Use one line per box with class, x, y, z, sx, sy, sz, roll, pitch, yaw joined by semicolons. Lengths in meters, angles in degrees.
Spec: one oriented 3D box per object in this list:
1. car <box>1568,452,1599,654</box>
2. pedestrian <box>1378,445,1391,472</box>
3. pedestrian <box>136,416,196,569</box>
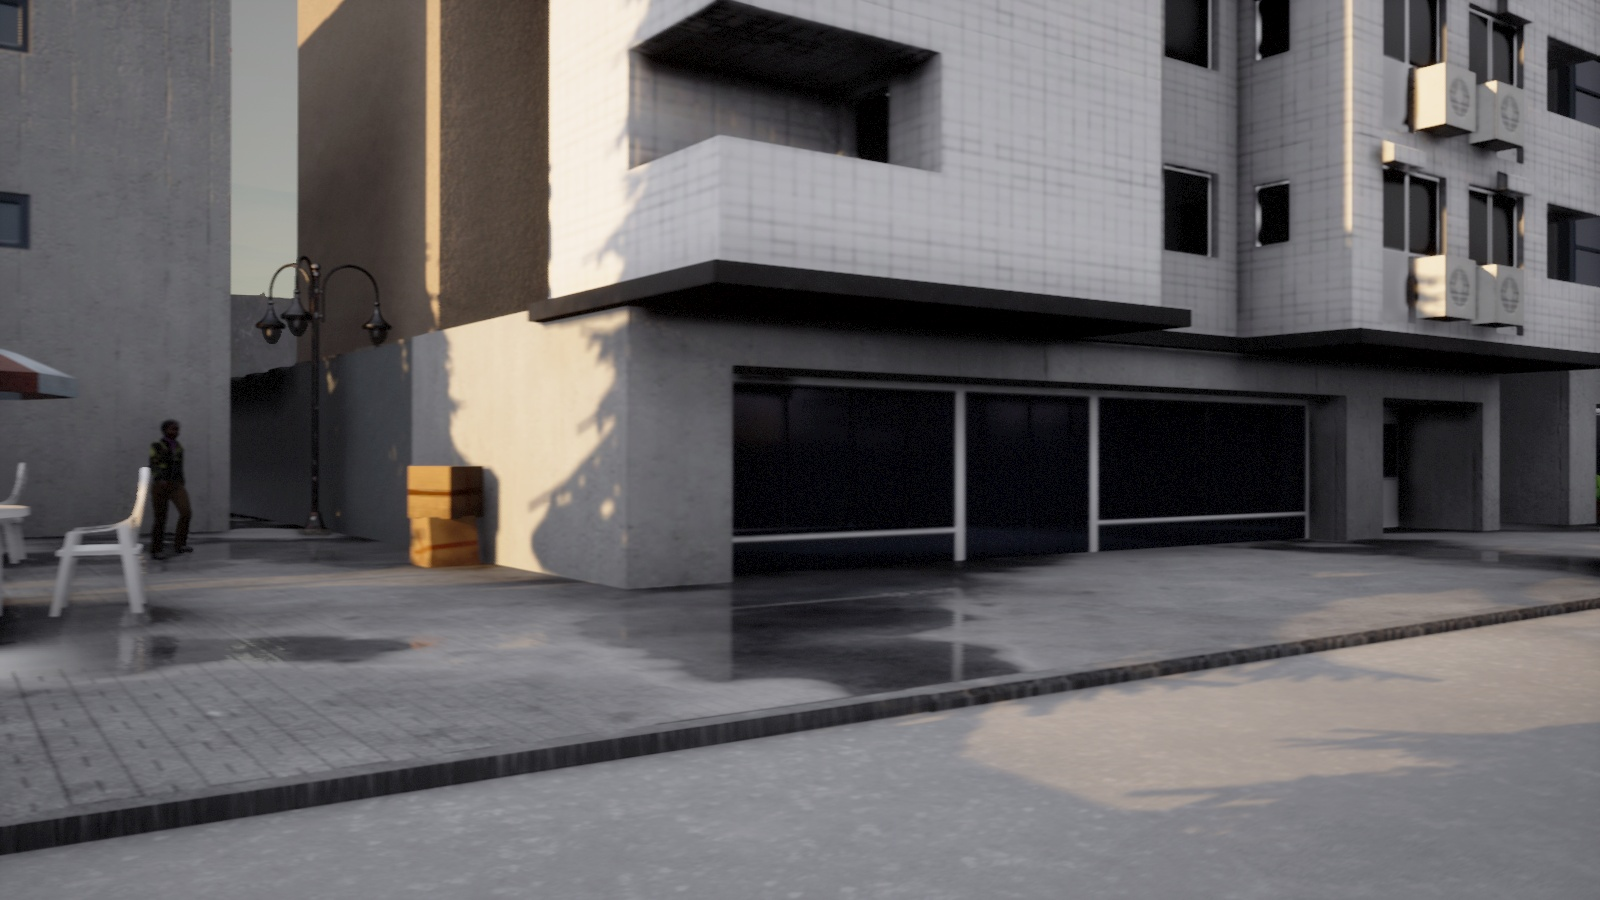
car;7.855;0.766;9.830;3.633;1.501;1.845;0;0;-35
pedestrian;39.850;0.578;85.646;0.402;1.842;0.726;0;0;-35
pedestrian;-8.157;0.533;16.159;0.692;1.930;0.395;0;0;33
